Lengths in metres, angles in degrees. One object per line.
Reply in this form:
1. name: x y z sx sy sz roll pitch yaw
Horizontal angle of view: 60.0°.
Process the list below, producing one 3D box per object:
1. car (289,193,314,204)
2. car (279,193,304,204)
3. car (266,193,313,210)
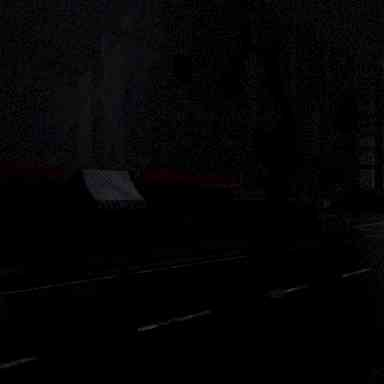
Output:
1. car: 19.614 1.113 59.433 1.905 1.878 3.866 0 0 -35
2. car: 17.219 1.113 57.726 1.905 1.878 3.866 0 0 -35
3. car: 9.450 1.296 34.011 2.097 1.767 4.553 0 0 -36
